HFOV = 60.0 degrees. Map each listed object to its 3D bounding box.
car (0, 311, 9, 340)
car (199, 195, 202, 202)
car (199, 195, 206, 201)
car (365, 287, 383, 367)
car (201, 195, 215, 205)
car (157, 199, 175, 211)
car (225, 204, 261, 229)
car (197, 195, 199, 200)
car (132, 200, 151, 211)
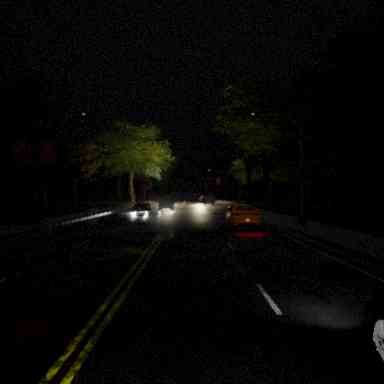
[{"bbox_3d":[-3.351,1.552,2.055,2.033,1.411,5.357,0,0,0],"label":"car"},{"bbox_3d":[3.146,1.612,73.212,2.097,1.767,4.553,0,0,0],"label":"car"},{"bbox_3d":[2.955,1.764,95.453,1.801,1.575,5.366,0,0,-1],"label":"car"},{"bbox_3d":[3.351,1.511,2.759,1.837,1.490,4.892,0,0,0],"label":"car"},{"bbox_3d":[3.204,1.724,62.230,1.837,1.490,4.892,0,0,0],"label":"car"},{"bbox_3d":[-3.342,1.652,43.555,1.837,1.490,4.892,0,-1,0],"label":"car"},{"bbox_3d":[3.351,1.546,22.487,1.882,1.535,5.008,0,0,0],"label":"car"},{"bbox_3d":[3.064,1.641,84.223,2.097,1.767,4.553,0,0,0],"label":"car"},{"bbox_3d":[-6.594,1.747,43.824,1.895,1.301,4.718,0,0,0],"label":"car"}]
